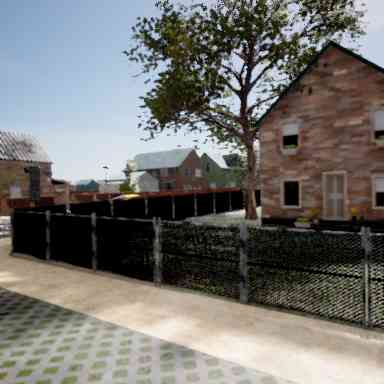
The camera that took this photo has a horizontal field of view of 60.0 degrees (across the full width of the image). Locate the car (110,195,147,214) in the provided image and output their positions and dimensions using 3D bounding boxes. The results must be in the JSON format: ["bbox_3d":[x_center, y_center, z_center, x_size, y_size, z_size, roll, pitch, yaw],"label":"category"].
[{"bbox_3d":[-4.306,0.941,24.561,1.882,1.535,5.008,-1,1,36],"label":"car"}]
